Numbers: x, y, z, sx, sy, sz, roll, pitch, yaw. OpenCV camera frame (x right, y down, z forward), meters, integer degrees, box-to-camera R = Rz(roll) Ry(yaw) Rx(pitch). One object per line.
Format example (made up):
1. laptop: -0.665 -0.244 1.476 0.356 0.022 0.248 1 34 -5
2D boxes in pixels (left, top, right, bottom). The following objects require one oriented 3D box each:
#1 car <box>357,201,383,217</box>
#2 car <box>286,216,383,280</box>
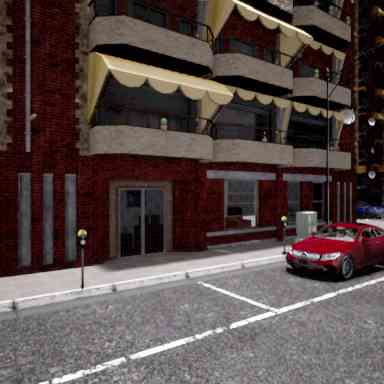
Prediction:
1. car: 16.202 1.646 32.062 2.097 1.767 4.553 0 -1 -36
2. car: 4.616 1.582 9.901 4.206 1.307 1.802 0 0 -35
